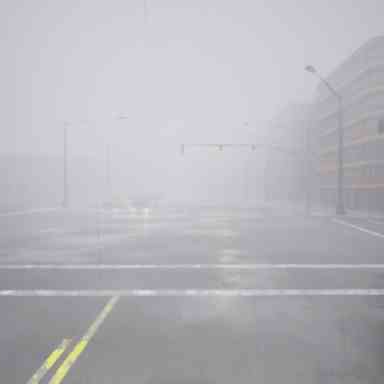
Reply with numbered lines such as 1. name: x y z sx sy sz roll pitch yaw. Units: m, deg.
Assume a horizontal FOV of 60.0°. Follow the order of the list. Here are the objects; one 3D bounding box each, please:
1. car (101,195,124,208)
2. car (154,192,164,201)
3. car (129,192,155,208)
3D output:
1. car: -9.601 1.105 40.384 1.882 1.535 5.008 0 1 1
2. car: -5.918 0.762 57.819 1.837 1.490 4.892 0 1 1
3. car: -6.099 1.128 40.660 1.837 1.490 4.892 0 1 1
